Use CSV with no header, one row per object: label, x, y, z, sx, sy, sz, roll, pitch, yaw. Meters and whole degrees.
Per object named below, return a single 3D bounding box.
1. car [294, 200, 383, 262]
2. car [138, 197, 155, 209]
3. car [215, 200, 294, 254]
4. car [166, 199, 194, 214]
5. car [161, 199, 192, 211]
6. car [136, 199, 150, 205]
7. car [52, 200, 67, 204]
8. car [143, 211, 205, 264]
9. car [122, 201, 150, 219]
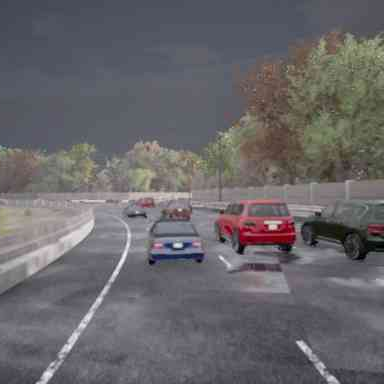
car,6.256,1.313,12.802,2.150,2.045,5.566,0,-1,-6
car,-8.249,1.896,59.135,2.150,2.045,5.566,0,-1,-22
car,2.519,1.355,14.420,2.150,2.045,5.566,0,-1,-7
car,-1.613,1.808,42.579,2.097,1.767,4.553,0,-1,-21
car,-1.683,1.705,32.622,2.097,1.767,4.553,0,-1,-17
car,-12.525,2.517,85.307,2.033,1.411,5.357,-1,-1,12
car,-34.834,2.693,87.496,5.357,1.411,2.033,-1,-1,39
car,-0.724,1.684,12.501,2.033,1.411,5.357,0,-1,-7
car,-6.023,1.967,34.567,1.994,1.385,4.181,0,-1,-19
